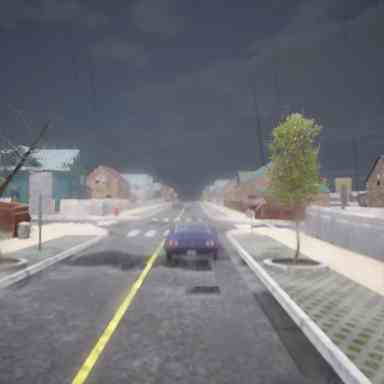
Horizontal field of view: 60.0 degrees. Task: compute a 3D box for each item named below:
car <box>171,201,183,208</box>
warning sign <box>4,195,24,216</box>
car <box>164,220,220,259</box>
[{"bbox_3d":[-2.793,2.337,62.606,1.994,1.385,4.181,0,-1,1],"label":"car"},{"bbox_3d":[-15.792,1.183,29.521,1.060,1.860,1.300,0,0,0],"label":"warning sign"},{"bbox_3d":[0.019,1.746,13.197,1.895,1.301,4.718,0,-1,1],"label":"car"}]
